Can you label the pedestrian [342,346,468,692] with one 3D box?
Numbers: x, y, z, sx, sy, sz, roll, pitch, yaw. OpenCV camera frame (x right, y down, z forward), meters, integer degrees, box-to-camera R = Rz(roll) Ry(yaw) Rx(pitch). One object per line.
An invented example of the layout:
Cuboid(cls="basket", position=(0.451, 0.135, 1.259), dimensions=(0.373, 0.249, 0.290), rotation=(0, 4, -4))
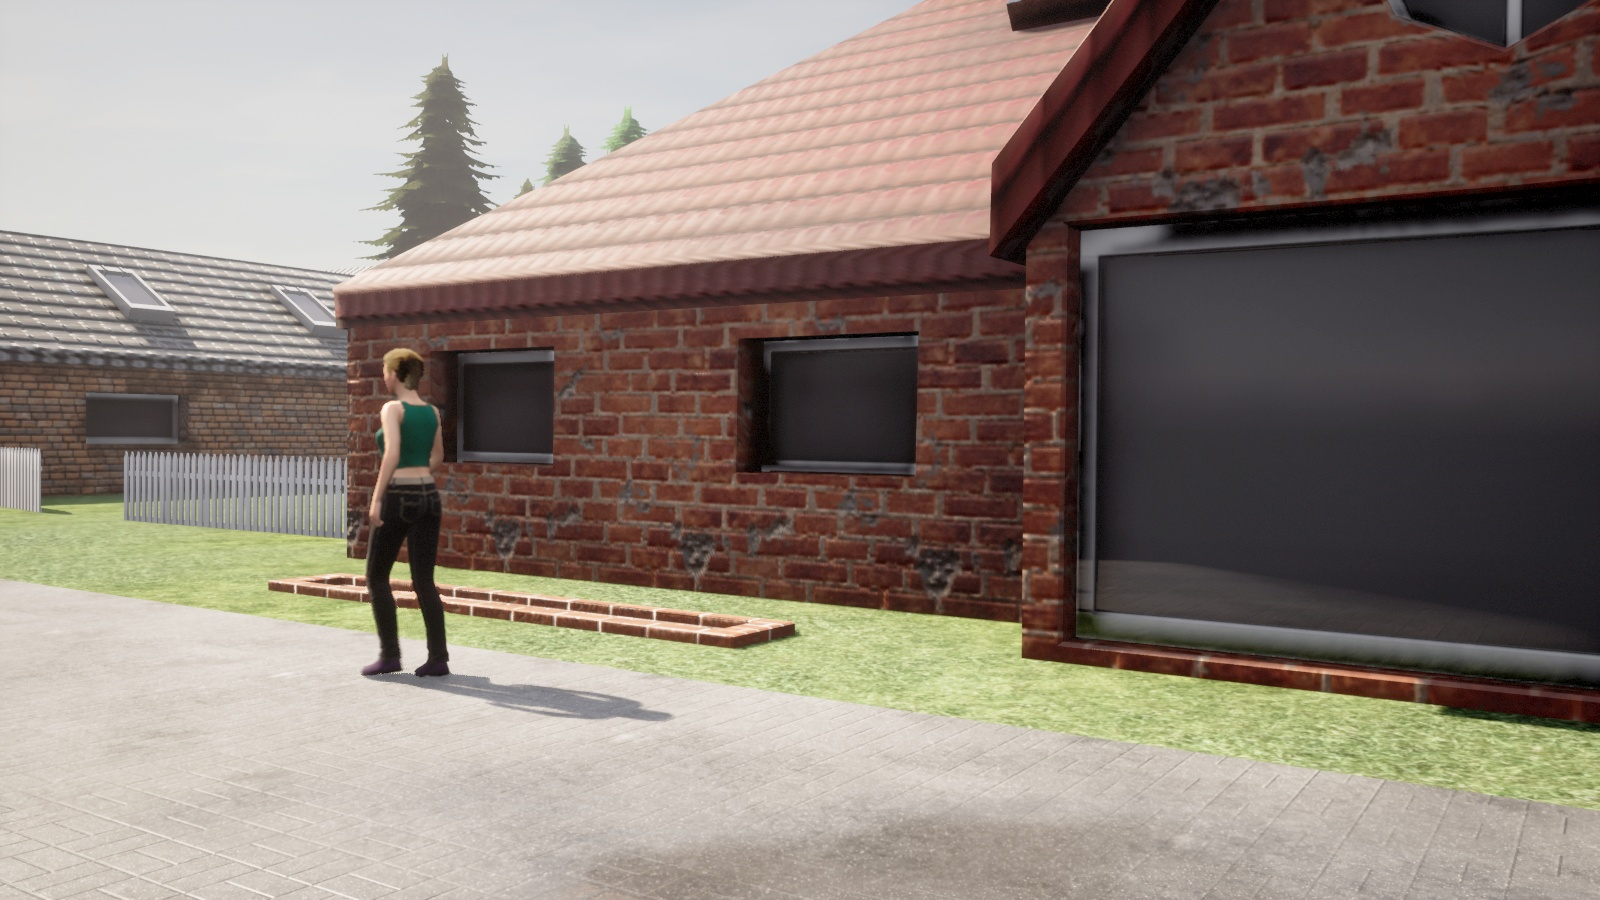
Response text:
Cuboid(cls="pedestrian", position=(-2.193, 0.366, 6.968), dimensions=(0.594, 1.836, 0.345), rotation=(0, 1, 32))
